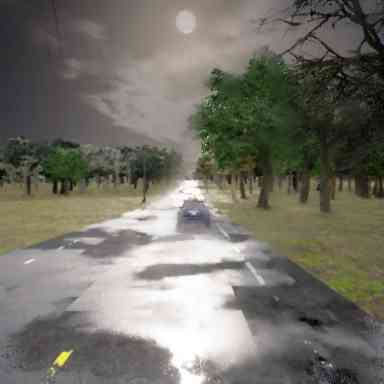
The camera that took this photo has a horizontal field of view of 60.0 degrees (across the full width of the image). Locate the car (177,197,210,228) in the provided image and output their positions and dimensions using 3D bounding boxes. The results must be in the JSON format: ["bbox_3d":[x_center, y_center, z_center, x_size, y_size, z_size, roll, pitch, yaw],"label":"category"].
[{"bbox_3d":[0.099,1.327,22.350,2.097,1.767,4.553,0,0,0],"label":"car"}]

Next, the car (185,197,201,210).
[{"bbox_3d":[0.097,1.394,42.232,1.882,1.535,5.008,0,0,0],"label":"car"}]
